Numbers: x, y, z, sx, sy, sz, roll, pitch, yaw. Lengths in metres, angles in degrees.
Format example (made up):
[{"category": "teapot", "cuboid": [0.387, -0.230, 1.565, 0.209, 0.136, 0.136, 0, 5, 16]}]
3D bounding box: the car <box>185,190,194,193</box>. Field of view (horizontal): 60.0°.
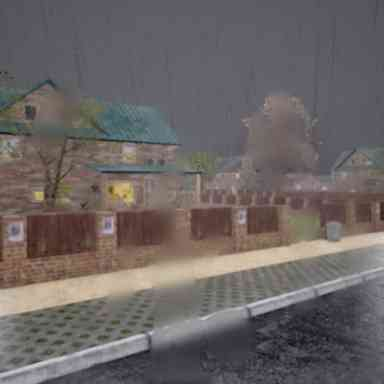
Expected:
[{"category": "car", "cuboid": [-0.084, 0.487, 55.235, 2.128, 1.511, 4.902, -2, 2, -35]}]
